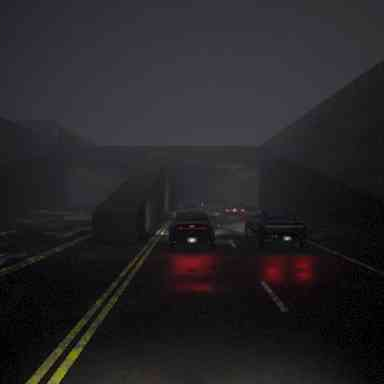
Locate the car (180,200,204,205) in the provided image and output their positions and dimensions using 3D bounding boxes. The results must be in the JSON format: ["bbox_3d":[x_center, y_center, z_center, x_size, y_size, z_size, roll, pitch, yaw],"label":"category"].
[{"bbox_3d":[0.000,1.485,29.650,1.882,1.535,5.008,0,0,0],"label":"car"}]

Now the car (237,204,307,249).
[{"bbox_3d":[3.500,1.496,14.650,2.128,1.511,4.902,0,0,0],"label":"car"}]

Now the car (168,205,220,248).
[{"bbox_3d":[0.000,1.517,14.650,1.837,1.490,4.892,0,0,0],"label":"car"}]

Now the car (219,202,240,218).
[{"bbox_3d":[3.500,1.564,29.650,2.033,1.411,5.357,0,0,0],"label":"car"}]
